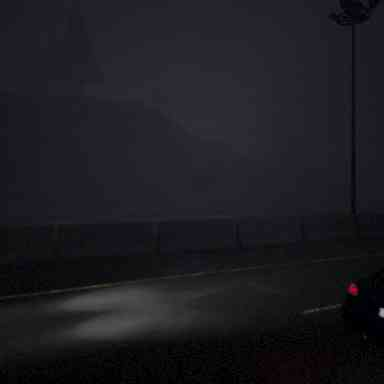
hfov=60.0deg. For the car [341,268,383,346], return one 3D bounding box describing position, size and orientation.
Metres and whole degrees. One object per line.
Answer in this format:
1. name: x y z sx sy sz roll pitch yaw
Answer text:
1. car: 4.411 1.588 5.191 4.181 1.385 1.994 0 0 -25
